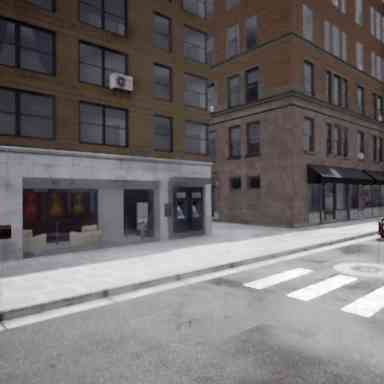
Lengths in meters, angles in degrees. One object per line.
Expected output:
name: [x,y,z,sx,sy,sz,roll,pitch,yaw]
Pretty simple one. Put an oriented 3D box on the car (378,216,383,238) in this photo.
car: [10.539,1.225,15.577,4.553,1.767,2.097,-1,-1,-41]
